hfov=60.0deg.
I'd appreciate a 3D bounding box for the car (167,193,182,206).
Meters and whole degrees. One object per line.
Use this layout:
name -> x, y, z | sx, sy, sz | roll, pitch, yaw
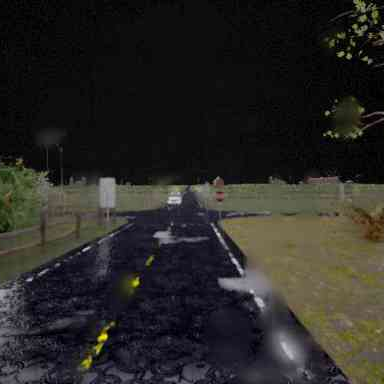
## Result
car -> -2.747, 1.186, 53.553 | 2.150, 2.045, 5.566 | 0, 2, 0
